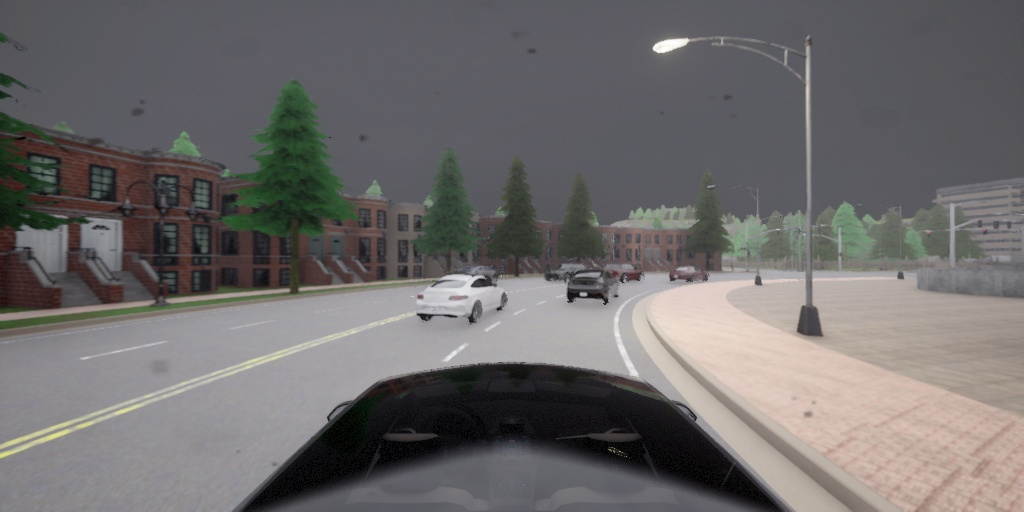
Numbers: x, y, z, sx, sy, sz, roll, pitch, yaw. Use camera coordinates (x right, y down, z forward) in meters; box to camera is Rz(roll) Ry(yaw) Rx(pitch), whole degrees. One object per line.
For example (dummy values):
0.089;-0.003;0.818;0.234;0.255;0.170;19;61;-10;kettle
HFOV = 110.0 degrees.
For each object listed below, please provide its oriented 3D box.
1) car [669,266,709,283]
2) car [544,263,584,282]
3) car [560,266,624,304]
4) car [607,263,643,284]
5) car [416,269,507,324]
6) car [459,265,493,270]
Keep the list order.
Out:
15.791;1.595;32.014;4.674;1.442;1.812;1;-1;-39;car
4.826;1.369;31.424;2.097;1.767;4.553;0;-1;43;car
4.038;1.403;17.424;1.837;1.490;4.892;-1;-1;24;car
9.624;1.388;31.152;2.097;1.767;4.553;0;-1;44;car
-1.591;1.357;12.374;1.812;1.442;4.674;0;-1;15;car
-2.901;1.437;26.814;2.128;1.511;4.902;0;-1;32;car
